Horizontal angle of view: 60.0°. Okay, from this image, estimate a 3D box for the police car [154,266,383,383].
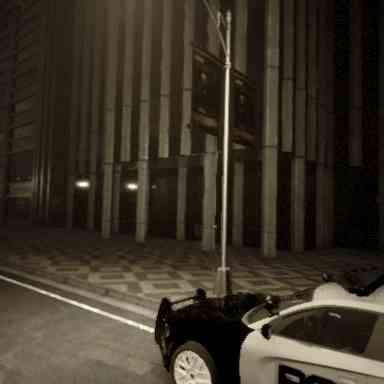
[{"bbox_3d":[1.748,1.685,3.625,5.238,1.638,1.930,-1,-4,39],"label":"police car"}]
